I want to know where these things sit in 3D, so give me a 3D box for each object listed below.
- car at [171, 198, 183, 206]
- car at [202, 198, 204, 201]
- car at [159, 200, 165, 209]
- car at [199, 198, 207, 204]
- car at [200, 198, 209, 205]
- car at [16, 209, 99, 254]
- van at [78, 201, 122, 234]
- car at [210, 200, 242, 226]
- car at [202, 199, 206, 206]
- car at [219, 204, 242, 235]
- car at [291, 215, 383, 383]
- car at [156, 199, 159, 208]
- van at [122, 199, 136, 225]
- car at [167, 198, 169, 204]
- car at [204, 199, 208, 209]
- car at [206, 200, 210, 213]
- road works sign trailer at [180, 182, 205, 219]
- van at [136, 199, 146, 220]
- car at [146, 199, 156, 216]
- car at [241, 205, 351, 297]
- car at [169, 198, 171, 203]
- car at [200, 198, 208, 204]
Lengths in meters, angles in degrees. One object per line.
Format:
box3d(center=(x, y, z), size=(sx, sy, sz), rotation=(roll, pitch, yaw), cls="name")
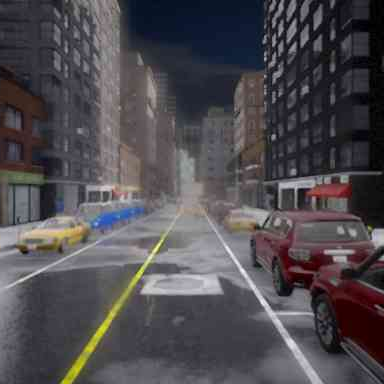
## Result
box3d(center=(-2.991, 2.156, 71.793), size=(1.812, 1.442, 4.674), rotation=(0, 0, 0), cls="car")
box3d(center=(2.868, 2.030, 53.482), size=(2.008, 1.369, 4.403), rotation=(-1, 0, 0), cls="car")
box3d(center=(-5.671, 1.920, 53.484), size=(1.967, 1.590, 4.097), rotation=(-1, 0, 0), cls="car")
box3d(center=(2.880, 2.337, 86.996), size=(1.802, 1.307, 4.206), rotation=(-1, 0, 0), cls="car")
box3d(center=(2.876, 2.192, 75.995), size=(1.752, 1.417, 4.829), rotation=(-1, 0, 0), cls="car")
box3d(center=(-5.675, 1.658, 14.214), size=(1.752, 1.417, 4.829), rotation=(-1, -1, 0), cls="car")
box3d(center=(-5.676, 1.526, 19.971), size=(1.690, 1.788, 3.998), rotation=(-1, -1, 0), cls="van")
box3d(center=(2.855, 1.550, 25.556), size=(2.192, 1.841, 5.009), rotation=(-1, -1, 0), cls="car")
box3d(center=(2.866, 1.997, 47.897), size=(1.947, 1.339, 4.313), rotation=(-1, 0, 0), cls="car")
box3d(center=(2.855, 1.712, 20.139), size=(1.752, 1.417, 4.829), rotation=(-1, -1, 0), cls="car")
box3d(center=(2.847, 1.346, 3.214), size=(2.192, 1.841, 5.009), rotation=(-1, -1, 0), cls="car")
box3d(center=(-5.672, 1.823, 42.313), size=(1.967, 1.590, 4.097), rotation=(-1, 0, 0), cls="car")
box3d(center=(-5.676, 1.577, 25.558), size=(1.690, 1.788, 3.998), rotation=(-1, -1, 0), cls="van")
box3d(center=(-5.669, 2.109, 59.069), size=(1.802, 1.307, 4.206), rotation=(-1, 0, 0), cls="car")
box3d(center=(2.864, 1.948, 42.311), size=(1.947, 1.339, 4.313), rotation=(-1, 0, 0), cls="car")
box3d(center=(2.861, 1.861, 36.896), size=(1.752, 1.417, 4.829), rotation=(-1, 0, 0), cls="car")
box3d(center=(0.011, 0.766, 32.980), size=(2.380, 3.560, 2.880), rotation=(0, -1, 0), cls="road works sign trailer")
box3d(center=(-5.675, 1.626, 31.143), size=(1.690, 1.788, 3.998), rotation=(-1, -1, 0), cls="van")
box3d(center=(-5.675, 1.649, 36.729), size=(2.192, 1.841, 5.009), rotation=(-1, -1, 0), cls="car")
box3d(center=(2.849, 1.398, 8.800), size=(2.192, 1.841, 5.009), rotation=(-1, -1, 0), cls="car")
box3d(center=(-5.665, 2.300, 86.997), size=(1.887, 1.381, 4.507), rotation=(-1, 0, 0), cls="car")
box3d(center=(2.878, 2.276, 81.411), size=(1.947, 1.339, 4.313), rotation=(-1, 0, 0), cls="car")
